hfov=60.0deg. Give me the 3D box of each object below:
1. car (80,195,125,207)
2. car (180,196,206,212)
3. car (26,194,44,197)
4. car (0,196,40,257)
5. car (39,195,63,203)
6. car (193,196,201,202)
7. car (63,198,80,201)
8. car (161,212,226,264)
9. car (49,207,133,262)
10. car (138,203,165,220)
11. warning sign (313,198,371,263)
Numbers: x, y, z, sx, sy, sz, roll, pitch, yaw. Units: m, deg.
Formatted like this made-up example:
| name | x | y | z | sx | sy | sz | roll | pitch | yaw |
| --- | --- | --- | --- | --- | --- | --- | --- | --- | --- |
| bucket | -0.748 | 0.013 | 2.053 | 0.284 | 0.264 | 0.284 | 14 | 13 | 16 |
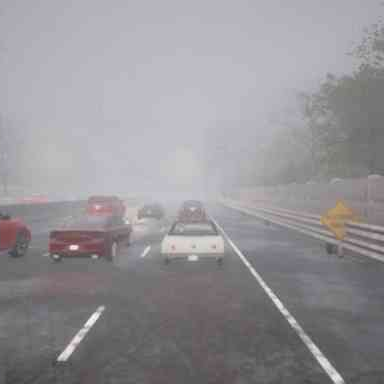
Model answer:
| name | x | y | z | sx | sy | sz | roll | pitch | yaw |
| --- | --- | --- | --- | --- | --- | --- | --- | --- | --- |
| car | -6.946 | 1.273 | 27.171 | 2.150 | 2.045 | 5.566 | 0 | 0 | 0 |
| car | 0.057 | 1.402 | 27.957 | 2.097 | 1.767 | 4.553 | 0 | 0 | 0 |
| car | -24.575 | 1.337 | 51.582 | 2.150 | 2.045 | 5.566 | 0 | 0 | 0 |
| car | -6.957 | 1.229 | 9.795 | 2.150 | 2.045 | 5.566 | 0 | -1 | 1 |
| car | -21.076 | 1.664 | 51.388 | 2.033 | 1.411 | 5.357 | 0 | 0 | 1 |
| car | 1.193 | 1.669 | 80.393 | 1.801 | 1.575 | 5.366 | 0 | 0 | 0 |
| car | -17.580 | 1.665 | 51.598 | 2.033 | 1.411 | 5.357 | 0 | 0 | 1 |
| car | 0.057 | 1.618 | 11.805 | 1.895 | 1.301 | 4.718 | 0 | 0 | 0 |
| car | -3.440 | 1.496 | 12.212 | 1.882 | 1.535 | 5.008 | 0 | -1 | 0 |
| car | -3.439 | 1.617 | 28.768 | 1.994 | 1.385 | 4.181 | 0 | 0 | 0 |
| warning sign | 4.544 | 1.130 | 10.205 | 1.300 | 1.860 | 1.060 | 0 | 0 | 0 |
